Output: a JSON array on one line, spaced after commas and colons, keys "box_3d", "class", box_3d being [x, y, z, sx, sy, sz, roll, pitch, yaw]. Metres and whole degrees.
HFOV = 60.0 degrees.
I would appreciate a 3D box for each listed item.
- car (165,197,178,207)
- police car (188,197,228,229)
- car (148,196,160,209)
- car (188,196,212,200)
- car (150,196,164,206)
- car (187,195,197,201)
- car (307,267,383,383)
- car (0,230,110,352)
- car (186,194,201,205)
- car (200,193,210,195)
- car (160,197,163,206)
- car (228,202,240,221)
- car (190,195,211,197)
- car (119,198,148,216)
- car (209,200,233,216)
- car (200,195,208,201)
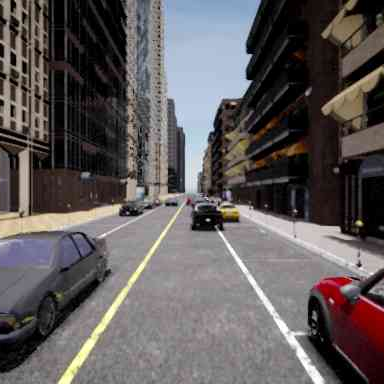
[{"box_3d": [-3.049, 1.416, 50.019, 2.033, 1.411, 5.357, 0, 0, 0], "class": "car"}, {"box_3d": [0.906, 1.365, 21.227, 1.930, 1.638, 5.238, 0, 0, 0], "class": "police car"}, {"box_3d": [-5.676, 1.436, 43.002, 2.008, 1.369, 4.403, 0, 0, 0], "class": "car"}, {"box_3d": [0.820, 1.420, 31.117, 1.837, 1.490, 4.892, 0, 0, 0], "class": "car"}, {"box_3d": [-5.673, 1.386, 54.129, 1.752, 1.417, 4.829, 0, 0, 0], "class": "car"}, {"box_3d": [0.023, 1.276, 73.092, 1.994, 1.385, 4.181, 0, 0, 0], "class": "car"}, {"box_3d": [2.692, 1.430, 3.460, 1.967, 1.590, 4.097, 0, 0, 0], "class": "car"}, {"box_3d": [-3.096, 1.528, 6.738, 2.033, 1.411, 5.357, 0, 0, 0], "class": "car"}, {"box_3d": [0.019, 1.423, 54.269, 1.994, 1.385, 4.181, 0, 0, 0], "class": "car"}, {"box_3d": [2.707, 1.299, 54.296, 1.967, 1.590, 4.097, 0, 0, 0], "class": "car"}, {"box_3d": [-5.675, 1.312, 48.651, 1.967, 1.590, 4.097, 0, 0, 0], "class": "car"}, {"box_3d": [2.699, 1.451, 26.224, 1.752, 1.417, 4.829, 0, 0, 0], "class": "car"}, {"box_3d": [0.911, 1.404, 37.117, 1.837, 1.490, 4.892, 0, 0, 0], "class": "car"}, {"box_3d": [-5.681, 1.478, 31.705, 1.947, 1.339, 4.313, 0, 0, 0], "class": "car"}, {"box_3d": [2.701, 1.478, 31.703, 1.947, 1.339, 4.313, 0, 0, 0], "class": "car"}, {"box_3d": [2.714, 1.393, 76.891, 1.802, 1.307, 4.206, 0, 0, 0], "class": "car"}]
